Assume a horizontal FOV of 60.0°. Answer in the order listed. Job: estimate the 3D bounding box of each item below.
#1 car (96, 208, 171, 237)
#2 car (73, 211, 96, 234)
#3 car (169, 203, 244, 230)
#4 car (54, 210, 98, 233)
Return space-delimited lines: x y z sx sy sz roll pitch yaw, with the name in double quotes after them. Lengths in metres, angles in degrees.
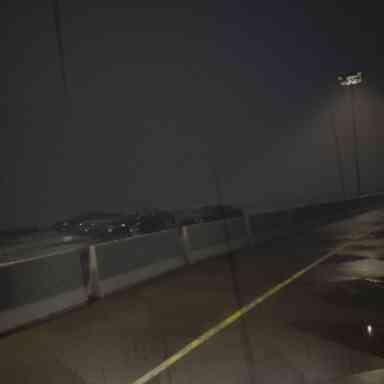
-3.105 1.826 20.823 2.128 1.511 4.902 -4 0 40 "car"
-5.503 2.120 23.433 1.895 1.301 4.718 -4 0 40 "car"
1.245 1.503 20.538 1.882 1.535 5.008 -4 0 41 "car"
-8.117 2.194 25.711 1.882 1.535 5.008 -4 -1 41 "car"
